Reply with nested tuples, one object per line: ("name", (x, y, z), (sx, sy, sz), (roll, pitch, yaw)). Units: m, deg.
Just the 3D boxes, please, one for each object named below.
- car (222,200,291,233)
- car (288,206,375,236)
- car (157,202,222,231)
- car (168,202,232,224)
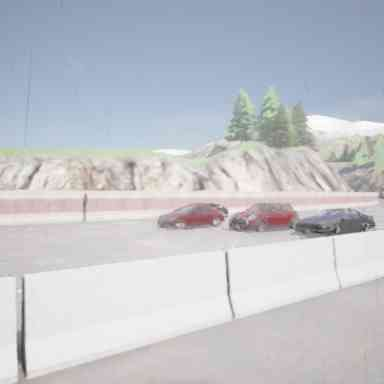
("car", (4.398, 1.403, 20.041), (4.553, 1.767, 2.097), (0, 0, -36))
("car", (7.990, 1.606, 18.293), (5.357, 1.411, 2.033), (0, 0, -35))
("car", (0.045, 1.564, 21.227), (4.674, 1.442, 1.812), (0, 0, -36))
("car", (0.719, 1.554, 26.013), (4.892, 1.490, 1.837), (0, 0, -36))
